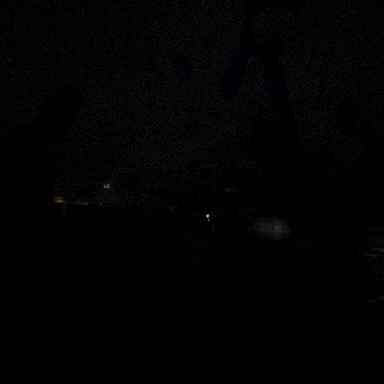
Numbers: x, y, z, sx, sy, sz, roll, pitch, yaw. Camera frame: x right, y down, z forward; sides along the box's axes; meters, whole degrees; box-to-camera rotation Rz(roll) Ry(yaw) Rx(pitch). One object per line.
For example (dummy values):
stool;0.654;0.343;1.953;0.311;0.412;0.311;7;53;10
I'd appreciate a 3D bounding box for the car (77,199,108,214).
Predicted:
car;-10.840;1.771;36.786;1.895;1.301;4.718;-1;0;-35

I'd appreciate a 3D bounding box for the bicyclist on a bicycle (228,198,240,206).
bicyclist on a bicycle;3.419;1.286;26.613;1.656;1.620;0.582;-1;0;-35

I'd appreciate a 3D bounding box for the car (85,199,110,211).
car;-12.710;1.704;44.473;1.837;1.490;4.892;-1;0;-34

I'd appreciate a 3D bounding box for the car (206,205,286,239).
car;2.650;1.489;17.405;1.837;1.490;4.892;-1;0;-33

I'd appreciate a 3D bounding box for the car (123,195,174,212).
car;-3.604;1.292;26.420;2.150;2.045;5.566;-1;0;-35

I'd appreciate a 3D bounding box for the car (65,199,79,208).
car;-18.665;1.824;52.897;2.033;1.411;5.357;-1;0;-35
